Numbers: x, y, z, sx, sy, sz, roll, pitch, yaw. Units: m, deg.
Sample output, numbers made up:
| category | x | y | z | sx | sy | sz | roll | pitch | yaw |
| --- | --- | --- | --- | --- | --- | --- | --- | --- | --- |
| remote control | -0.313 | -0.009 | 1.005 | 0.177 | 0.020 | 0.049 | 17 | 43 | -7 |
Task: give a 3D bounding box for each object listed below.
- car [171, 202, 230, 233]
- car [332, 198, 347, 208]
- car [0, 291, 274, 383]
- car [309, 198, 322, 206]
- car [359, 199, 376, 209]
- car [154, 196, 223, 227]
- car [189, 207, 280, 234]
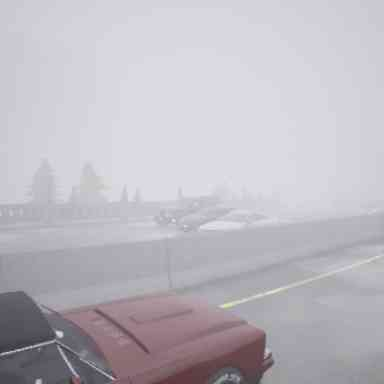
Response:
| category | x | y | z | sx | sy | sz | roll | pitch | yaw |
| --- | --- | --- | --- | --- | --- | --- | --- | --- | --- |
| car | 1.378 | 1.578 | 19.219 | 4.892 | 1.490 | 1.837 | 0 | 0 | -44 |
| car | 23.671 | 1.685 | 53.469 | 1.882 | 1.535 | 5.008 | 0 | 0 | 20 |
| car | -1.481 | 1.612 | 2.825 | 4.718 | 1.301 | 1.895 | 0 | 0 | -36 |
| car | 21.724 | 1.752 | 58.420 | 1.812 | 1.442 | 4.674 | 0 | 0 | 18 |
| car | 25.410 | 1.714 | 48.323 | 1.812 | 1.442 | 4.674 | 0 | 0 | 23 |
| car | 0.019 | 1.308 | 22.713 | 2.150 | 2.045 | 5.566 | 0 | 0 | 45 |
| car | 2.296 | 1.584 | 15.266 | 4.674 | 1.442 | 1.812 | 0 | 0 | -43 |
